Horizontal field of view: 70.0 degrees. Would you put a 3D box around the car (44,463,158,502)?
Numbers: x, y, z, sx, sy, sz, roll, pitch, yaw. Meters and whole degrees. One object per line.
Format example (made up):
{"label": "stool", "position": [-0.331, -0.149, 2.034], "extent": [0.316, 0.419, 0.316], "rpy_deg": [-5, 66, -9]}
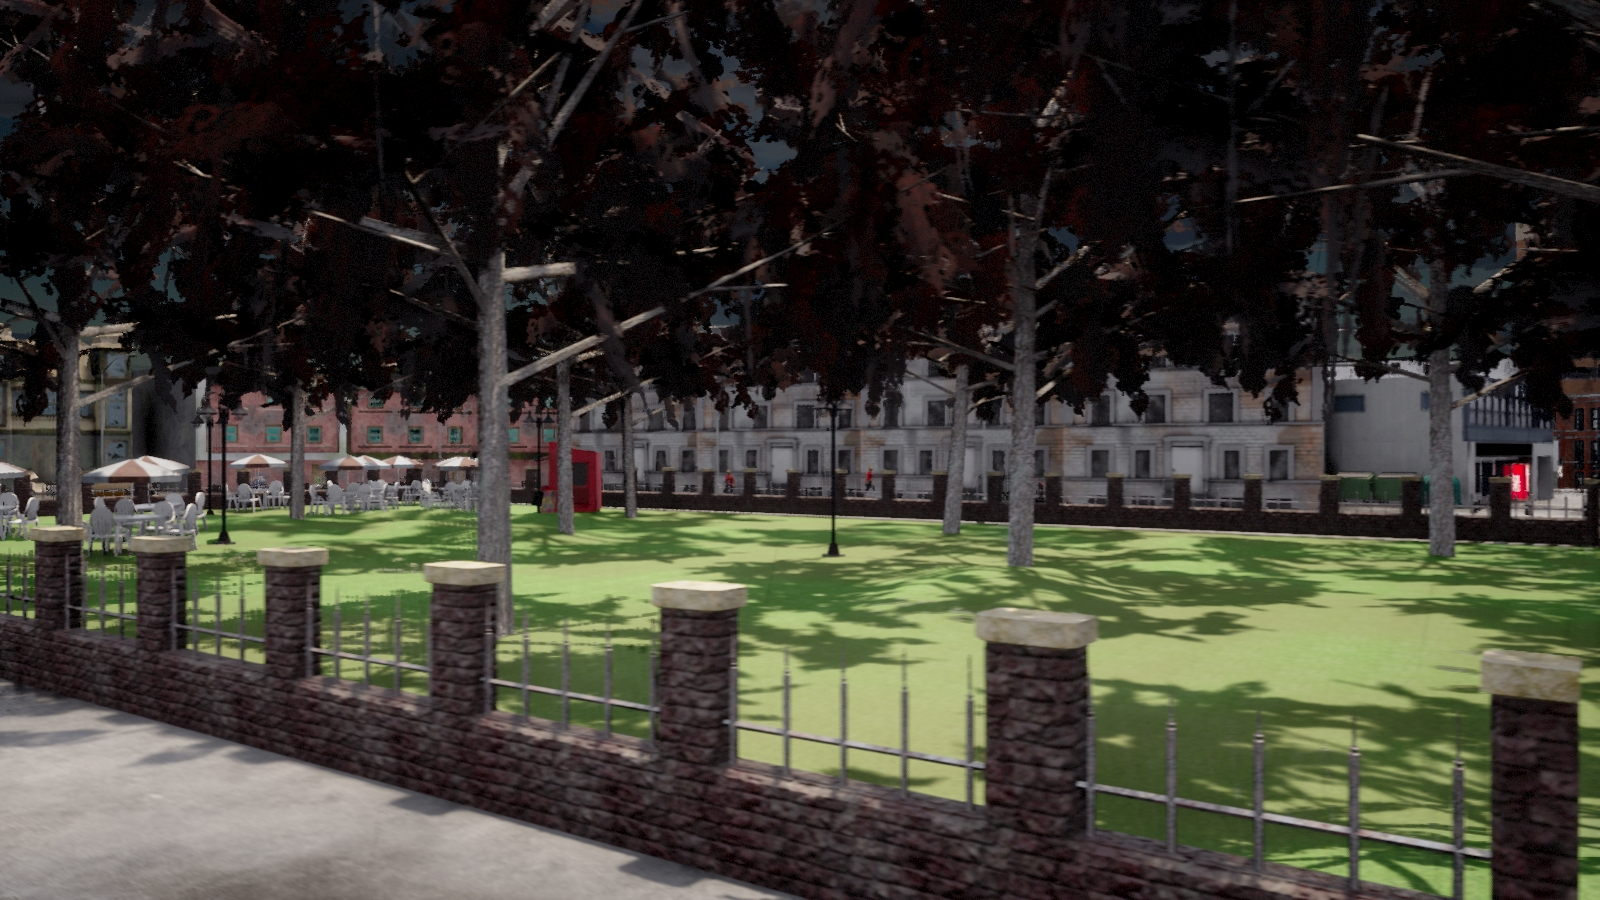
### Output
{"label": "car", "position": [-35.704, 1.633, 58.452], "extent": [1.932, 1.855, 4.605], "rpy_deg": [0, 0, 37]}

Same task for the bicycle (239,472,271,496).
{"label": "bicycle", "position": [-31.074, 1.926, 65.172], "extent": [0.373, 1.296, 1.643], "rpy_deg": [0, 1, 36]}

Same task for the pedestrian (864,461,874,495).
{"label": "pedestrian", "position": [3.761, 1.520, 62.463], "extent": [0.375, 1.860, 0.375], "rpy_deg": [0, 0, 35]}

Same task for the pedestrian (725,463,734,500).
{"label": "pedestrian", "position": [-3.617, 1.623, 58.472], "extent": [0.375, 1.860, 0.375], "rpy_deg": [0, 0, 15]}

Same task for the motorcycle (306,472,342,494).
{"label": "motorcycle", "position": [-28.505, 1.954, 68.420], "extent": [1.805, 1.236, 0.856], "rpy_deg": [0, 0, -45]}
